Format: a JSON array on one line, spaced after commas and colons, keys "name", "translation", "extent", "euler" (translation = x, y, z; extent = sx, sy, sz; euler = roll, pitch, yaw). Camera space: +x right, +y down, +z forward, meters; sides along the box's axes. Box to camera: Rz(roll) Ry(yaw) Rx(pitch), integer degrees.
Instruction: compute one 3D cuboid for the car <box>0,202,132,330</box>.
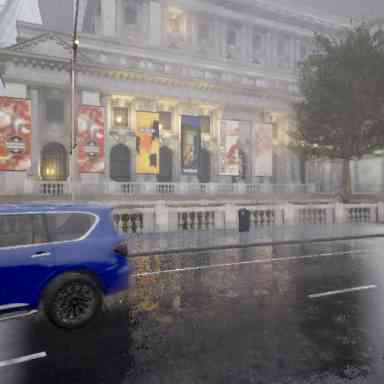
[{"name": "car", "translation": [-3.763, 1.221, 5.442], "extent": [5.566, 2.045, 2.150], "euler": [0, 0, -33]}]
